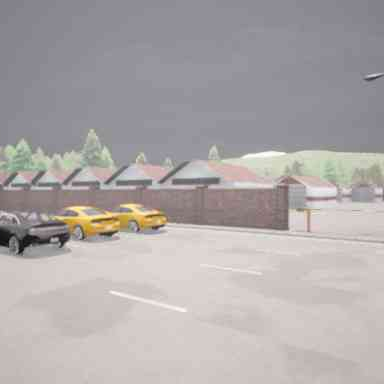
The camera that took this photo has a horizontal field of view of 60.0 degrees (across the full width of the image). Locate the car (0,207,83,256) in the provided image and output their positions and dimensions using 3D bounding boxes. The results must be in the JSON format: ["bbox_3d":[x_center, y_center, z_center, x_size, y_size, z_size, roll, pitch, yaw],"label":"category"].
[{"bbox_3d":[-6.840,1.491,13.193,4.902,1.511,2.128,0,0,36],"label":"car"}]

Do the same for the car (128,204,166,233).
[{"bbox_3d":[-3.806,1.477,19.630,5.008,1.535,1.882,0,0,36],"label":"car"}]

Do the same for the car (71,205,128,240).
[{"bbox_3d":[-5.820,1.477,16.767,5.008,1.535,1.882,0,0,36],"label":"car"}]
